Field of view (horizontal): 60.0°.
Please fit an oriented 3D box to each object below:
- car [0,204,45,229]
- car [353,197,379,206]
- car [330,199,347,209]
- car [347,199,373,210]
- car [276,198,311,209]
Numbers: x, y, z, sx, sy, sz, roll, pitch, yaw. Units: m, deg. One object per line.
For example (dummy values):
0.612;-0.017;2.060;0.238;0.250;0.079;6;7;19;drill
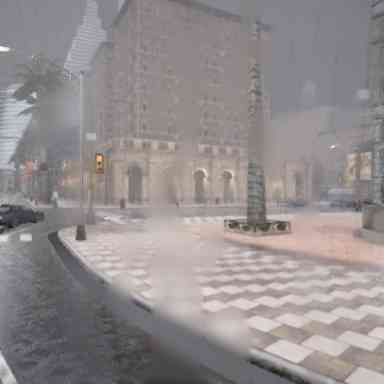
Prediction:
-11.435;1.498;21.228;2.033;1.411;5.357;0;0;1;car
29.511;1.551;56.423;4.181;1.385;1.994;0;0;-28;car
22.384;1.712;48.575;4.902;1.511;2.128;0;0;-28;car
24.047;1.720;45.495;4.902;1.511;2.128;0;0;-28;car
15.238;1.663;48.855;4.902;1.511;2.128;0;0;-28;car
